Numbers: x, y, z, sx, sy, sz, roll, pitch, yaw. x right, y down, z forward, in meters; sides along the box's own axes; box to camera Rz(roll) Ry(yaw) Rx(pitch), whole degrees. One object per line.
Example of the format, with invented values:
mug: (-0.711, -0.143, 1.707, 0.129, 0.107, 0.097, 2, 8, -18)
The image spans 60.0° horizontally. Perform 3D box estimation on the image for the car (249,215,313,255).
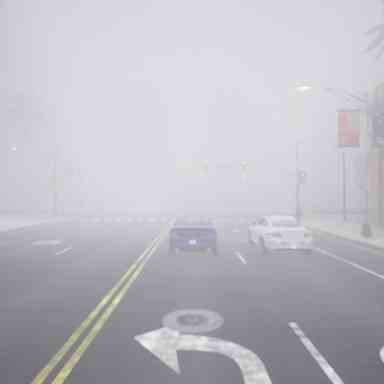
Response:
car: (3.553, 1.679, 13.846, 1.812, 1.442, 4.674, 0, 0, 1)

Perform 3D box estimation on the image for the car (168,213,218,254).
car: (0.057, 1.635, 14.207, 1.882, 1.535, 5.008, 0, 0, 1)
